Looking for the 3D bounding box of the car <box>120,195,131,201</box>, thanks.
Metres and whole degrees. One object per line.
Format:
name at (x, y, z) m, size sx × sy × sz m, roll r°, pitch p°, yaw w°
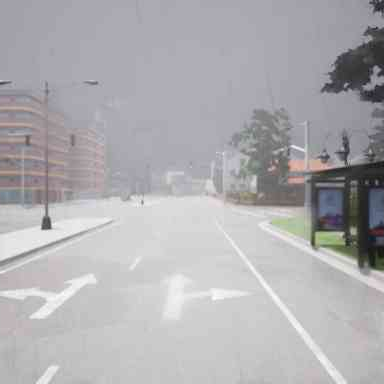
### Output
car at (-14.994, 1.383, 75.350) m, size 2.128 × 1.511 × 4.902 m, roll 0°, pitch 0°, yaw 0°
